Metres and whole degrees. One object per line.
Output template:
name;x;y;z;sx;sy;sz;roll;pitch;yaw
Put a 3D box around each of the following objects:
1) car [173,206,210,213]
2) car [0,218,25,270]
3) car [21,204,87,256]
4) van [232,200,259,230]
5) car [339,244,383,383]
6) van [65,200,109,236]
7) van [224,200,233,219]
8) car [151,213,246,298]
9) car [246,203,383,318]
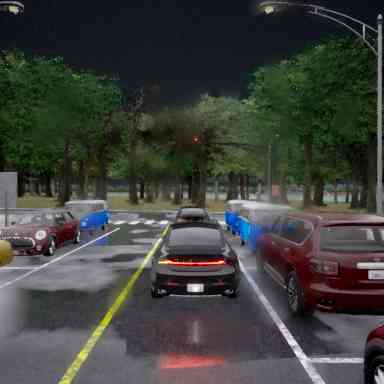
car;0.002;1.506;17.914;1.837;1.490;4.892;0;0;-1
car;-5.767;1.525;7.164;1.752;1.417;4.829;0;0;0
car;-5.770;1.441;12.771;1.967;1.590;4.097;0;0;0
van;2.755;1.342;12.776;1.690;1.788;3.998;0;0;0
car;2.762;1.440;1.901;1.967;1.590;4.097;0;0;0
van;-5.773;1.342;18.209;1.690;1.788;3.998;0;0;0
van;2.752;1.342;18.214;1.690;1.788;3.998;0;0;0
car;0.073;1.505;8.510;1.837;1.490;4.892;0;0;0
car;2.758;1.315;7.339;2.192;1.841;5.009;0;0;0
